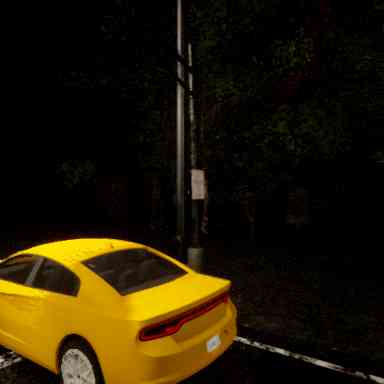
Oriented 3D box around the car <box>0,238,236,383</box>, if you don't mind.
[{"bbox_3d":[-1.790,1.450,4.971,5.008,1.535,1.882,0,1,35],"label":"car"}]
